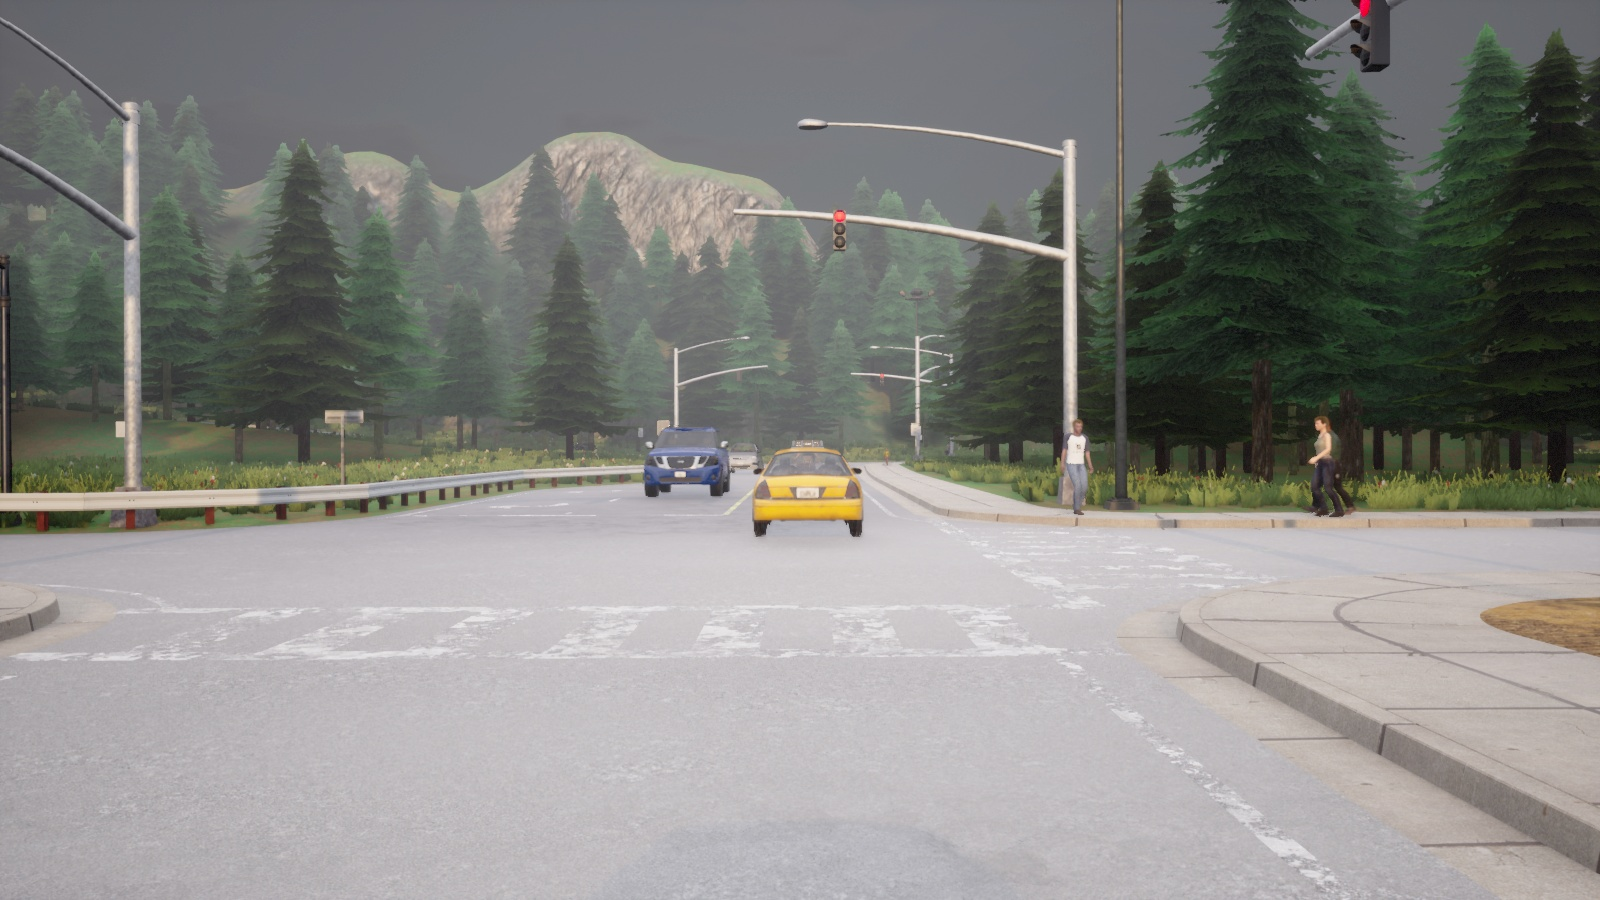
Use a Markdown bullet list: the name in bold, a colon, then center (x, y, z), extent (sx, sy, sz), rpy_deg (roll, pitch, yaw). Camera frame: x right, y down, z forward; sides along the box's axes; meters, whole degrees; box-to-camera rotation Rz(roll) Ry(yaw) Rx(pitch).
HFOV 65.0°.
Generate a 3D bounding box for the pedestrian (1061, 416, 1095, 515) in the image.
- **pedestrian**: center (5.230, 0.291, 23.633), extent (0.354, 1.836, 0.706), rpy_deg (0, 0, -14)

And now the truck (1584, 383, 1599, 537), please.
- **truck**: center (15.399, 0.139, 19.162), extent (5.204, 2.467, 2.627), rpy_deg (0, 0, 1)

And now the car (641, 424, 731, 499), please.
- **car**: center (-3.284, 0.302, 37.256), extent (2.150, 2.045, 5.566), rpy_deg (0, 0, 0)

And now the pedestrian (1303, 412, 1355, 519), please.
- **pedestrian**: center (9.775, 0.286, 23.224), extent (0.788, 1.949, 0.423), rpy_deg (0, 0, 5)

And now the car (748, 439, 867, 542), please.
- **car**: center (0.131, 0.598, 21.801), extent (1.801, 1.575, 5.366), rpy_deg (0, 0, 0)

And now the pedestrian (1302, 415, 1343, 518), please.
- **pedestrian**: center (9.347, 0.291, 22.483), extent (0.594, 1.836, 0.345), rpy_deg (0, 0, 2)

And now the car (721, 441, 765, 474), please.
- **car**: center (-2.843, 0.354, 63.342), extent (1.851, 1.617, 3.988), rpy_deg (0, 0, 2)
